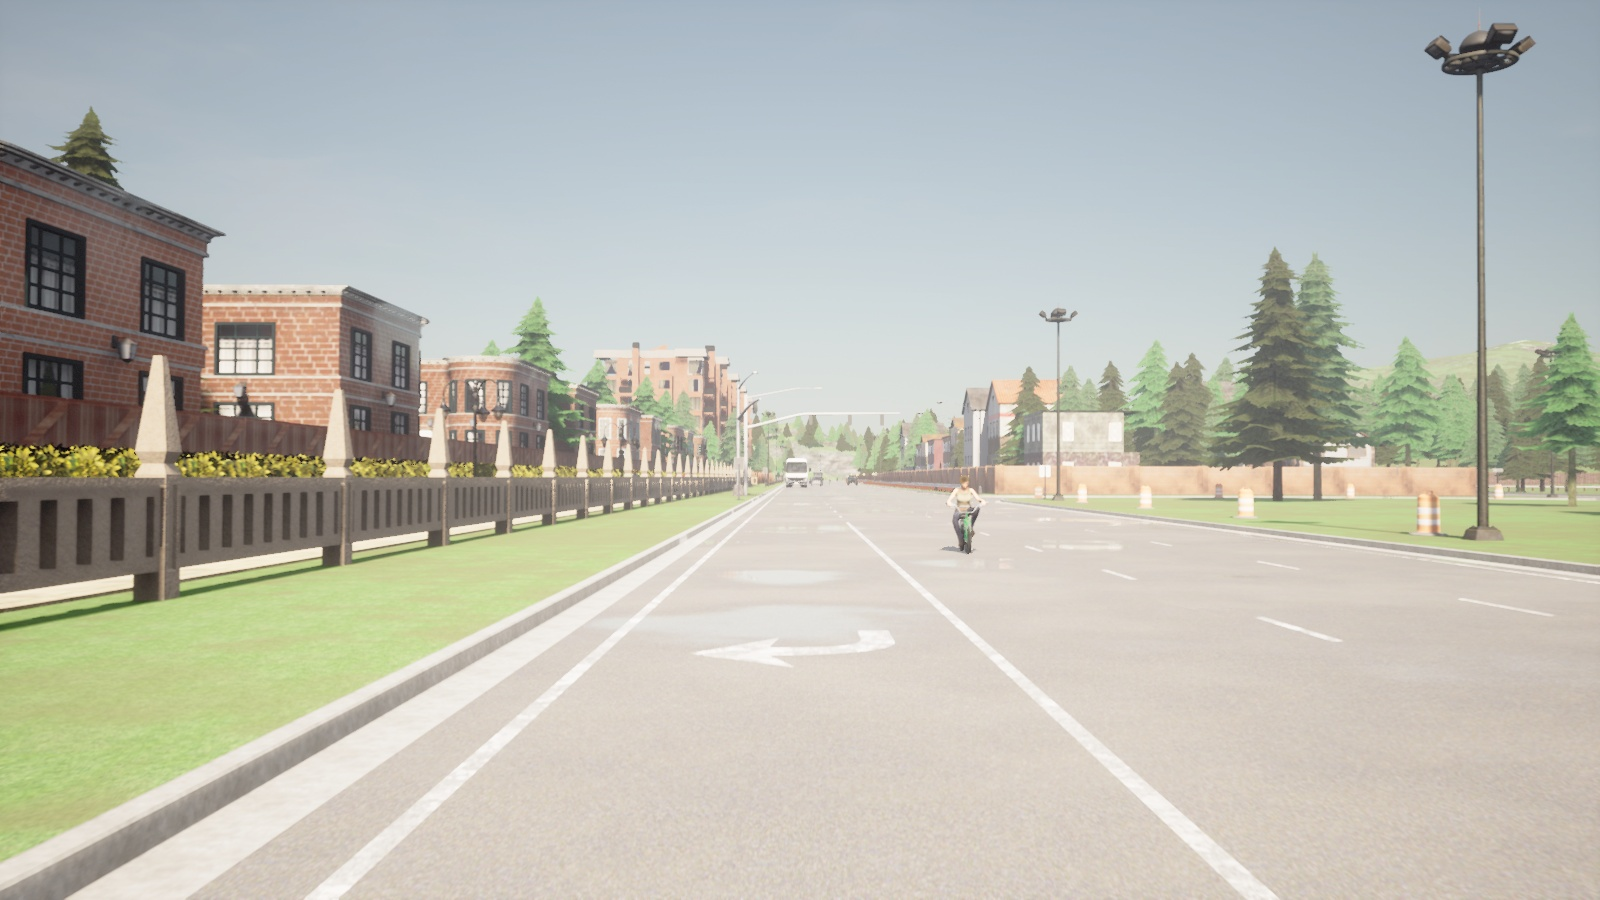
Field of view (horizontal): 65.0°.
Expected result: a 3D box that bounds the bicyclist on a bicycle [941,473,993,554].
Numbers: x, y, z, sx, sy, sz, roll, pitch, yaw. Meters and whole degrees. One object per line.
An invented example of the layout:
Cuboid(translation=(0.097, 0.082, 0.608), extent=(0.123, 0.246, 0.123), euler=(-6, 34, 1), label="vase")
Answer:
Cuboid(translation=(3.440, 1.294, 25.999), extent=(0.866, 1.612, 1.509), euler=(0, -1, 0), label="bicyclist on a bicycle")
